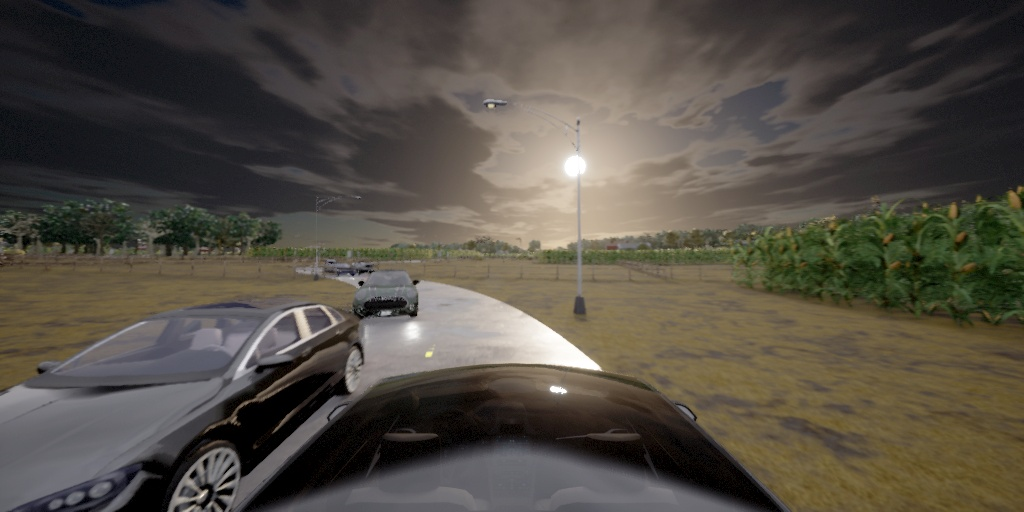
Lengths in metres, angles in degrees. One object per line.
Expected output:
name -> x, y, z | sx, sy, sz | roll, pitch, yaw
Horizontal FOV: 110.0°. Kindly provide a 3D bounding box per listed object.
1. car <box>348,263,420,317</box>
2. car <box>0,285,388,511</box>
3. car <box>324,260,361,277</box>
car -> -4.684, 1.286, 13.776 | 2.097, 1.767, 4.553 | 0, -1, -16
car -> -3.135, 1.294, 3.901 | 2.128, 1.511, 4.902 | 0, -1, -5
car -> -18.414, 1.449, 38.377 | 2.033, 1.411, 5.357 | 1, 0, -43
